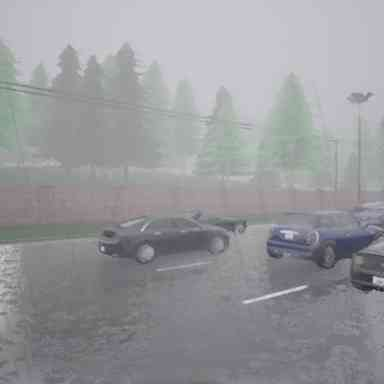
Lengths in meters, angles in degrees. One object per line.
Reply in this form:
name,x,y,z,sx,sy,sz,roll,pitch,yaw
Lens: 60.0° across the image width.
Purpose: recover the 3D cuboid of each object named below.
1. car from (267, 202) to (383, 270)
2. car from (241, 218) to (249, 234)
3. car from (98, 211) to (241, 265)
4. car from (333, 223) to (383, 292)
car,4.724,1.385,11.443,4.553,1.767,2.097,0,0,-35
car,0.686,1.632,17.159,4.718,1.301,1.895,0,0,-35
car,-0.805,1.525,11.827,4.892,1.490,1.837,0,0,-35
car,5.483,1.553,7.691,4.674,1.442,1.812,0,0,-35
